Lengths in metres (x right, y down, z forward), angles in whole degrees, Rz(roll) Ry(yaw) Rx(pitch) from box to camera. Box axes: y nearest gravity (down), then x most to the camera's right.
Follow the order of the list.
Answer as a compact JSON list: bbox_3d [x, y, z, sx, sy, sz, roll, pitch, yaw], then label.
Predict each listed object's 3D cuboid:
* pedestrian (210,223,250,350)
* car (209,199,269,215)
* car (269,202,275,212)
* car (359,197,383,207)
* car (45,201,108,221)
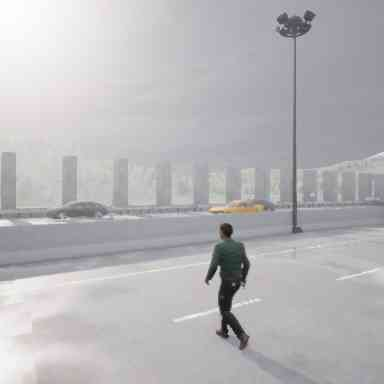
[{"bbox_3d":[0.564,1.294,4.960,0.375,1.860,0.375,0,0,-34],"label":"pedestrian"},{"bbox_3d":[3.701,1.477,27.526,5.008,1.535,1.882,0,0,-33],"label":"car"},{"bbox_3d":[6.127,1.504,33.260,4.892,1.490,1.837,0,0,-33],"label":"car"},{"bbox_3d":[27.546,1.526,50.851,4.674,1.442,1.812,0,0,-32],"label":"car"},{"bbox_3d":[-9.369,1.504,27.220,4.892,1.490,1.837,0,0,-34],"label":"car"}]
